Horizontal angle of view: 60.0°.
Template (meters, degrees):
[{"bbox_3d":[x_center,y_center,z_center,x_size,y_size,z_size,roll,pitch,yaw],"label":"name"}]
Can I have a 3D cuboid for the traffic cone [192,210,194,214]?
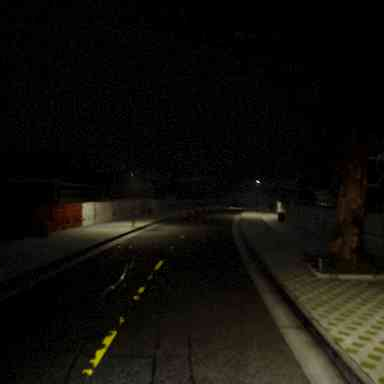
[{"bbox_3d":[0.102,2.374,39.897,0.340,0.580,0.340,0,-1,11],"label":"traffic cone"}]

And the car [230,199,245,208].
[{"bbox_3d":[8.729,2.051,63.692,2.097,1.767,4.553,0,-1,21],"label":"car"}]

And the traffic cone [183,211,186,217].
[{"bbox_3d":[-0.811,2.317,34.921,0.340,0.580,0.340,0,-1,10],"label":"traffic cone"}]
